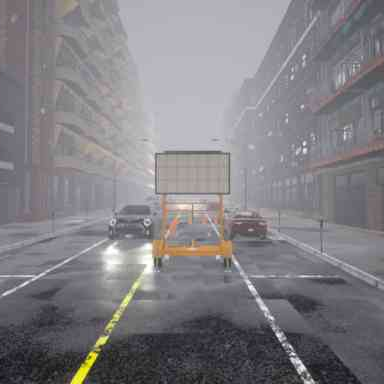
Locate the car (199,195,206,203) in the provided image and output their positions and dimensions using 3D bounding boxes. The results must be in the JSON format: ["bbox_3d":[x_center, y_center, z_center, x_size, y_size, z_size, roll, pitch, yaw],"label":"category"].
[{"bbox_3d":[2.772,1.683,61.307,1.887,1.381,4.507,1,0,0],"label":"car"}]

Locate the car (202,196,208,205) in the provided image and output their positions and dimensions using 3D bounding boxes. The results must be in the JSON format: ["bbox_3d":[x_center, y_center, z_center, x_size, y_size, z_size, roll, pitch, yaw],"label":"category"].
[{"bbox_3d":[2.720,1.634,44.715,2.008,1.369,4.403,1,0,0],"label":"car"}]

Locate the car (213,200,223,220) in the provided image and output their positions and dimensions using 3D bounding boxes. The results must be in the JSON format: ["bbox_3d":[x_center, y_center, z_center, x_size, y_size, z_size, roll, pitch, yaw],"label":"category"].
[{"bbox_3d":[2.653,1.554,22.763,1.752,1.417,4.829,1,0,0],"label":"car"}]

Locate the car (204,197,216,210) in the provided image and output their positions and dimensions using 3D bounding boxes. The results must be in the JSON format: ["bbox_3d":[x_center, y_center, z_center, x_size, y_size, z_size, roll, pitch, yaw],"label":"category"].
[{"bbox_3d":[2.703,1.613,39.183,1.887,1.381,4.507,1,0,0],"label":"car"}]

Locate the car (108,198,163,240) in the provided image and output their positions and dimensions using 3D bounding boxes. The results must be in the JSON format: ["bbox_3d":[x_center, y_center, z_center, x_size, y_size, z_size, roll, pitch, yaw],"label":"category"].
[{"bbox_3d":[-2.799,1.371,16.956,2.097,1.767,4.553,0,0,0],"label":"car"}]

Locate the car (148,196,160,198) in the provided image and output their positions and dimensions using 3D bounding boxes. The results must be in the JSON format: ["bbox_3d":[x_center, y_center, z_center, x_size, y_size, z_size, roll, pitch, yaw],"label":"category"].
[{"bbox_3d":[-5.177,1.593,39.101,1.752,1.417,4.829,2,0,0],"label":"car"}]

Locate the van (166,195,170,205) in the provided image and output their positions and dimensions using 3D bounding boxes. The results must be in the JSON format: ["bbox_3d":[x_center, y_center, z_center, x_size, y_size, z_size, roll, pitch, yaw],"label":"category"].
[{"bbox_3d":[-5.120,1.459,55.861,1.690,1.788,3.998,2,0,0],"label":"van"}]

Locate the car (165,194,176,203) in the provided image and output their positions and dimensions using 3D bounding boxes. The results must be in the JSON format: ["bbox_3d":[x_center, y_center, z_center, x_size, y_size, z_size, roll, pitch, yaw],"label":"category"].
[{"bbox_3d":[-5.051,1.525,77.984,2.192,1.841,5.009,1,0,0],"label":"car"}]

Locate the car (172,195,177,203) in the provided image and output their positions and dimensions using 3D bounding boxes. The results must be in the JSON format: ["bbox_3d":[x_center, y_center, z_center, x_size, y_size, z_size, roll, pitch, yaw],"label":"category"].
[{"bbox_3d":[-5.069,1.500,72.454,2.192,1.841,5.009,1,0,0],"label":"car"}]

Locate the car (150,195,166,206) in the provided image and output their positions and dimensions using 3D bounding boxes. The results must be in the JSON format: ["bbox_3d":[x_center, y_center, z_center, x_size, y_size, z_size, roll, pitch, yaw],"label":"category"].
[{"bbox_3d":[-5.153,1.398,44.803,2.192,1.841,5.009,2,0,0],"label":"car"}]

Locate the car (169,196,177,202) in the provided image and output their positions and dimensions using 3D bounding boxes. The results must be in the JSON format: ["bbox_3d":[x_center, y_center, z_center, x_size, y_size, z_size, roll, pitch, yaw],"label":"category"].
[{"bbox_3d":[-5.024,1.830,89.045,1.947,1.339,4.313,1,0,0],"label":"car"}]

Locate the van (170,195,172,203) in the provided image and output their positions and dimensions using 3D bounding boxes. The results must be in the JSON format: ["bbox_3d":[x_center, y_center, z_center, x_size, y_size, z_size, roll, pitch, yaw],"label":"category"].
[{"bbox_3d":[-5.104,1.480,61.393,1.690,1.788,3.998,1,0,0],"label":"van"}]

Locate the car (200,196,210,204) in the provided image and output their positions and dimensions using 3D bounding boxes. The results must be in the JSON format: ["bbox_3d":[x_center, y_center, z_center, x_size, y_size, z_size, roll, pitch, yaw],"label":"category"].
[{"bbox_3d":[2.816,1.625,72.369,1.967,1.590,4.097,1,0,0],"label":"car"}]

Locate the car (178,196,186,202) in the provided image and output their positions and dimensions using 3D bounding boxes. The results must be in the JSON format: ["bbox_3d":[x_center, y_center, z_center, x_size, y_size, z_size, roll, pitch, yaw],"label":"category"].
[{"bbox_3d":[-2.488,1.792,85.223,2.033,1.411,5.357,0,0,0],"label":"car"}]

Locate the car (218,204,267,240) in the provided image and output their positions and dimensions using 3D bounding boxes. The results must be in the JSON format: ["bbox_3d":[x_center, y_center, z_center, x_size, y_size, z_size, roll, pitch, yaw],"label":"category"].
[{"bbox_3d":[2.635,1.564,17.061,1.887,1.381,4.507,1,0,0],"label":"car"}]

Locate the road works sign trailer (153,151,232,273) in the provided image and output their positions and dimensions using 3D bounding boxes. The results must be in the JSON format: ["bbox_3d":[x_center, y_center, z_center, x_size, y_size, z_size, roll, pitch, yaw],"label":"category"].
[{"bbox_3d":[0.021,0.474,10.750,2.380,3.560,2.880,0,0,0],"label":"road works sign trailer"}]

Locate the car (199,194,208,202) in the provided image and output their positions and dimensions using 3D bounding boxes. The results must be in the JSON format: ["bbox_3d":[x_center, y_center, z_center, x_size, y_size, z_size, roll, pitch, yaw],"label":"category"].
[{"bbox_3d":[2.811,1.550,83.431,2.192,1.841,5.009,1,0,0],"label":"car"}]
